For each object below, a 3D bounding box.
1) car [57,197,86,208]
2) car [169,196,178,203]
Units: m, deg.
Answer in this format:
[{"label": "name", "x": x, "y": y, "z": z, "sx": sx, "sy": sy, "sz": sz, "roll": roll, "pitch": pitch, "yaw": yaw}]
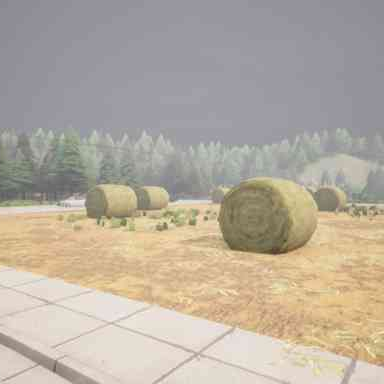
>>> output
[{"label": "car", "x": -16.437, "y": 1.379, "z": 46.201, "sx": 1.812, "sy": 1.442, "sz": 4.674, "roll": 0, "pitch": 1, "yaw": 36}, {"label": "car", "x": -4.905, "y": 1.359, "z": 61.601, "sx": 2.033, "sy": 1.411, "sz": 5.357, "roll": 0, "pitch": 0, "yaw": 37}]
